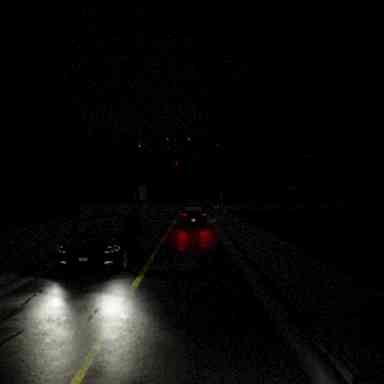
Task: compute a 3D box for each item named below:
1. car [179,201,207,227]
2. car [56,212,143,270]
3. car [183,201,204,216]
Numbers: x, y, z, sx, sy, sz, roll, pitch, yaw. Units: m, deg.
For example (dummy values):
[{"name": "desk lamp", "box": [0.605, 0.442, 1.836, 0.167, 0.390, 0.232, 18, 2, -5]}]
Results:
[{"name": "car", "box": [0.091, 1.582, 23.185, 1.812, 1.442, 4.674, 0, 0, 0]}, {"name": "car", "box": [-2.856, 1.492, 11.222, 1.882, 1.535, 5.008, 0, 0, 0]}, {"name": "car", "box": [0.098, 1.677, 35.519, 2.033, 1.411, 5.357, 0, 0, -2]}]
